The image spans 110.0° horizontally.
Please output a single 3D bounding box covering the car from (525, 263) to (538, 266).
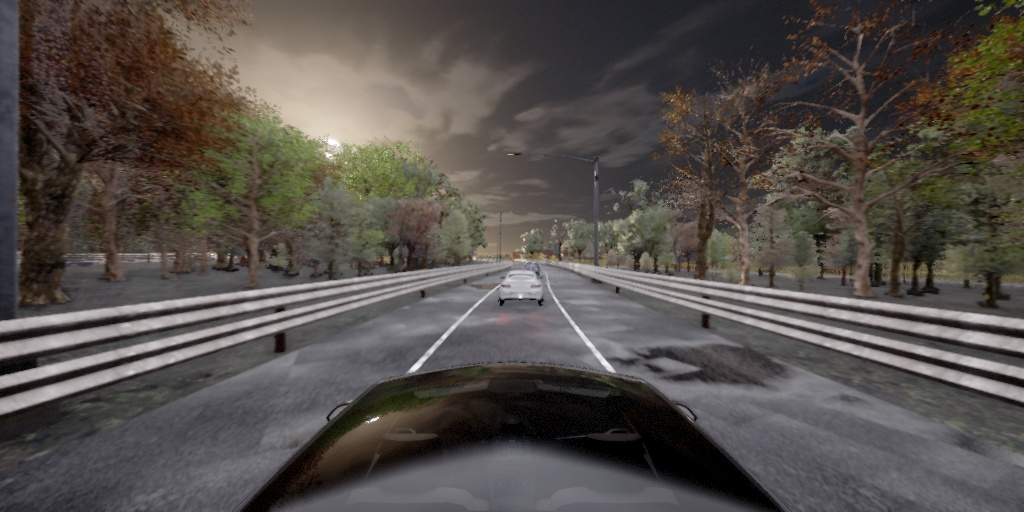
[{"bbox_3d":[2.322,1.553,42.081,2.033,1.411,5.357,0,0,5],"label":"car"}]

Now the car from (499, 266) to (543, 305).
[{"bbox_3d":[0.447,1.361,16.485,1.812,1.442,4.674,0,0,3],"label":"car"}]
